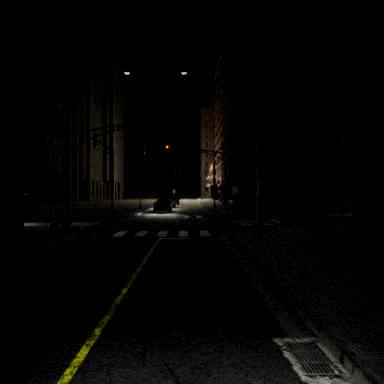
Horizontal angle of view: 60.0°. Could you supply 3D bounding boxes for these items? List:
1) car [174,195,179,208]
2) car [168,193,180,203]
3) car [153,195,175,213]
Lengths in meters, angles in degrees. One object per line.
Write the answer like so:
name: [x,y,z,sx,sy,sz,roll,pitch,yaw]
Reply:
car: [-3.314,1.527,47.757,1.812,1.442,4.674,0,0,0]
car: [-3.348,1.223,58.467,2.150,2.045,5.566,0,0,0]
car: [-3.269,1.479,37.793,1.882,1.535,5.008,0,0,0]
